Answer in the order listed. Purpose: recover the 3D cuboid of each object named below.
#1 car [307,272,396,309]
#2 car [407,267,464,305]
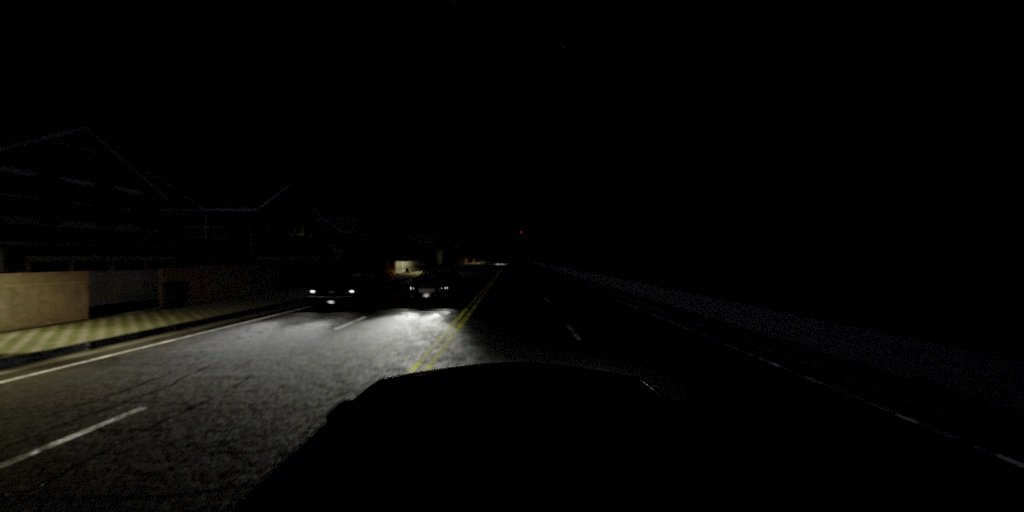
[{"bbox_3d":[-6.598,1.386,15.297,1.895,1.301,4.718,0,0,0],"label":"car"},{"bbox_3d":[-3.345,1.280,16.451,2.128,1.511,4.902,0,0,0],"label":"car"}]
